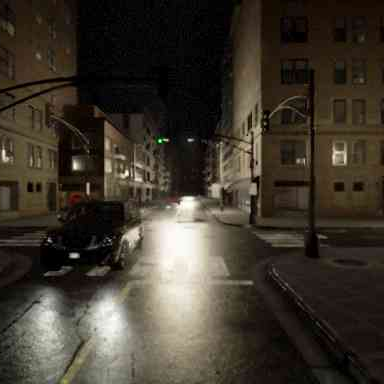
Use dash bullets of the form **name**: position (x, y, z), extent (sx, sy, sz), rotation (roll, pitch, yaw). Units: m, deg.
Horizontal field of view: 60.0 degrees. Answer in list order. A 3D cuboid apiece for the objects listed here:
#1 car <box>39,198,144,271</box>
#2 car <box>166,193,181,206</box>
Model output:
- **car**: position (-2.996, 1.262, 11.232), extent (2.150, 2.045, 5.566), rotation (0, 0, 0)
- **car**: position (-2.984, 1.162, 53.758), extent (2.150, 2.045, 5.566), rotation (0, 0, 0)
